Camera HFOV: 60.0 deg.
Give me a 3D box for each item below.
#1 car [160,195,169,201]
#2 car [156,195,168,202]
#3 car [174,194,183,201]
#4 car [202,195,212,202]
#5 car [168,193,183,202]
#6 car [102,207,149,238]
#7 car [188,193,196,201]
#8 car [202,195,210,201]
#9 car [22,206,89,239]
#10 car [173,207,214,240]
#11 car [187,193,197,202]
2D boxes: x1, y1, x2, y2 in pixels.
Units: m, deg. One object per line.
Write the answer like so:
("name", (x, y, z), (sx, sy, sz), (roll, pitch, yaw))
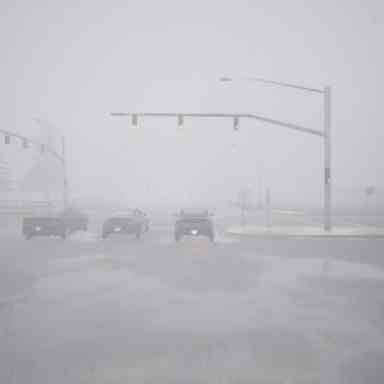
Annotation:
("car", (-7.007, 1.454, 85.605), (1.837, 1.490, 4.892), (0, 0, 0))
("car", (-7.006, 1.569, 75.186), (2.033, 1.411, 5.357), (0, 0, 0))
("car", (-3.507, 1.309, 85.576), (2.097, 1.767, 4.553), (0, 0, 0))
("car", (3.494, 1.585, 75.603), (1.994, 1.385, 4.181), (0, 0, 0))
("car", (-3.506, 1.254, 75.216), (2.150, 2.045, 5.566), (0, 0, 0))
("car", (-3.414, 1.535, 17.540), (1.812, 1.442, 4.674), (0, 0, 0))
("car", (-0.007, 1.179, 85.636), (2.150, 2.045, 5.566), (0, 0, 0))
("car", (3.493, 1.432, 85.606), (1.882, 1.535, 5.008), (0, 0, 0))
("car", (-6.902, 1.487, 17.399), (1.882, 1.535, 5.008), (0, 0, 0))
("car", (0.099, 1.514, 17.087), (1.837, 1.490, 4.892), (0, 0, 0))
("car", (-0.006, 1.507, 75.186), (1.882, 1.535, 5.008), (0, 0, 0))
